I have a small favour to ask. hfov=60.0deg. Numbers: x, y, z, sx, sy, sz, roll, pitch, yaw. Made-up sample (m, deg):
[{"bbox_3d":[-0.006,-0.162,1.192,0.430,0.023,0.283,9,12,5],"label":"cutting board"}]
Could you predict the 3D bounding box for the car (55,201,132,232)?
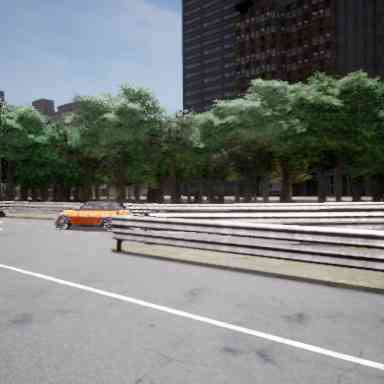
[{"bbox_3d":[-5.933,1.357,20.166,4.553,1.767,2.097,0,0,16],"label":"car"}]
